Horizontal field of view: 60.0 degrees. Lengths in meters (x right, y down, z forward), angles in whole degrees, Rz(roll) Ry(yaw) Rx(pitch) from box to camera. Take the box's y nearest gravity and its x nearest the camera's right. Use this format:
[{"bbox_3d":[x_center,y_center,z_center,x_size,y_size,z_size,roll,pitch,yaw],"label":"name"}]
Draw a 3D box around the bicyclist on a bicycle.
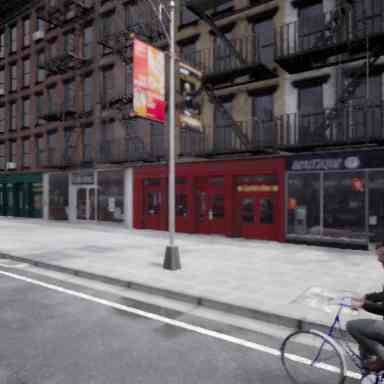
[{"bbox_3d":[1.784,1.389,3.388,1.843,1.776,0.659,0,0,36],"label":"bicyclist on a bicycle"}]
